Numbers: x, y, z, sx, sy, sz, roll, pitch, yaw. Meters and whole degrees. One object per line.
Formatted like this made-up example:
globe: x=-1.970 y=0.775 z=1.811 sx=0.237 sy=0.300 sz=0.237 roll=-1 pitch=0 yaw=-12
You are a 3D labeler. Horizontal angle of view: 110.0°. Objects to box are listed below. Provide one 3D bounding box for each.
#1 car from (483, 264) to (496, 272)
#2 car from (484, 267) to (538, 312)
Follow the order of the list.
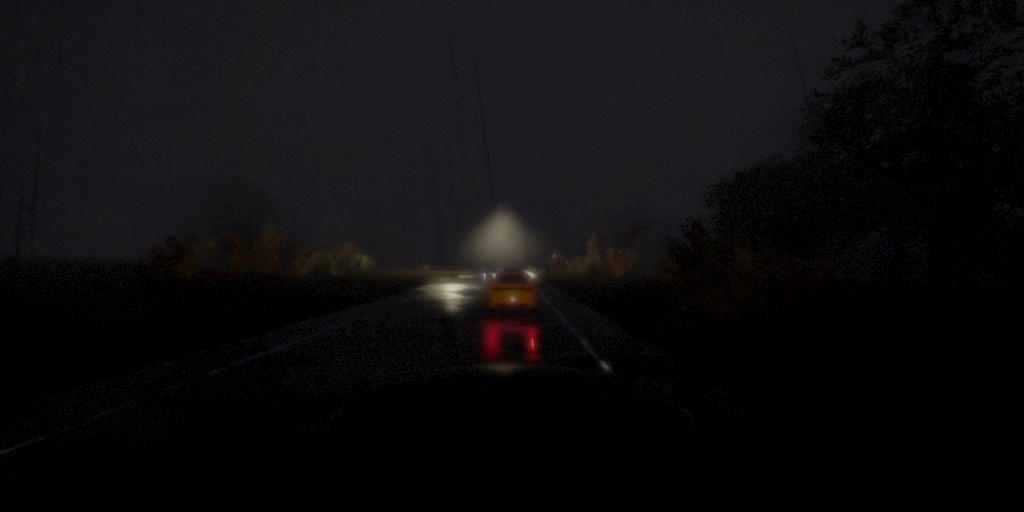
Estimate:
car: x=-3.597 y=2.043 z=58.557 sx=1.837 sy=1.490 sz=4.892 roll=0 pitch=-1 yaw=0
car: x=0.046 y=1.412 z=15.333 sx=1.882 sy=1.535 sz=5.008 roll=0 pitch=0 yaw=0
